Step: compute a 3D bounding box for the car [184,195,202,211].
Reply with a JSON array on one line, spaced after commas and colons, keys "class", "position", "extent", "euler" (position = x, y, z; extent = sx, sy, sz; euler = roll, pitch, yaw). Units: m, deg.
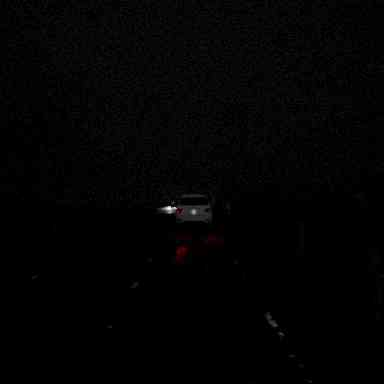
[{"class": "car", "position": [0.107, 1.270, 40.727], "extent": [2.097, 1.767, 4.553], "euler": [0, 0, 0]}]

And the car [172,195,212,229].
[{"class": "car", "position": [0.104, 1.175, 21.392], "extent": [2.150, 2.045, 5.566], "euler": [0, 0, 0]}]

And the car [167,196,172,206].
[{"class": "car", "position": [-2.740, 1.396, 50.981], "extent": [2.128, 1.511, 4.902], "euler": [0, 0, 0]}]
